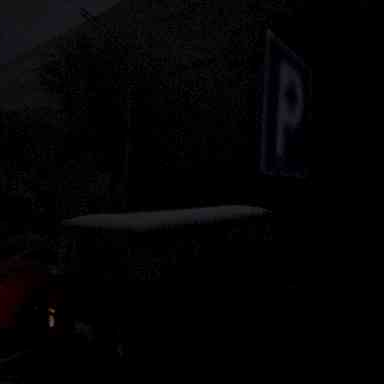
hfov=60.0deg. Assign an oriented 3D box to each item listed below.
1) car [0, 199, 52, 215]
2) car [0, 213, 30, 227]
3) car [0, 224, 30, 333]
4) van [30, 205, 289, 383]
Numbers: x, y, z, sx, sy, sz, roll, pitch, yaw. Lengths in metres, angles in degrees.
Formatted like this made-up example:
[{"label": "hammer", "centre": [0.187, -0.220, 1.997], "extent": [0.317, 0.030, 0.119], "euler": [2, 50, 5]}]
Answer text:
[{"label": "car", "centre": [-6.797, 1.268, 10.097], "extent": [2.435, 2.045, 5.566], "euler": [-1, -1, 35]}, {"label": "car", "centre": [-4.553, 1.481, 8.530], "extent": [2.097, 1.535, 5.008], "euler": [-1, -1, 35]}, {"label": "car", "centre": [-2.229, 1.489, 6.909], "extent": [2.163, 1.488, 4.792], "euler": [0, 0, 35]}, {"label": "van", "centre": [0.089, 1.234, 5.363], "extent": [1.878, 1.987, 4.442], "euler": [0, 0, 36]}]
